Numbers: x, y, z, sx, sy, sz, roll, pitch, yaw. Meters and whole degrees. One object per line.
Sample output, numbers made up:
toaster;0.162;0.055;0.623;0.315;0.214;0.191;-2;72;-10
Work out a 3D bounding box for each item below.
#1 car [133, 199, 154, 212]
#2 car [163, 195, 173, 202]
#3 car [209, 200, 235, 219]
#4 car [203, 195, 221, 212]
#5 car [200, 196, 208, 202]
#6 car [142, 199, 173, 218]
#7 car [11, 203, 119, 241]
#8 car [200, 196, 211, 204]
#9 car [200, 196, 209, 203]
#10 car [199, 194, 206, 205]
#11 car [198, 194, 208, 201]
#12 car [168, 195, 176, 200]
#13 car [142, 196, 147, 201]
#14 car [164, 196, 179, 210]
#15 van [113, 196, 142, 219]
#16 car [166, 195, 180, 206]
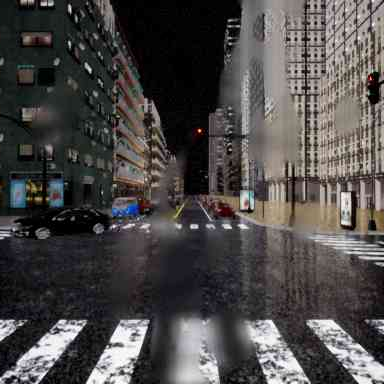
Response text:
car;-5.665;1.561;39.509;1.887;1.381;4.507;0;0;0
car;-5.647;1.494;78.202;1.967;1.590;4.097;0;0;0
car;2.711;1.592;28.448;1.802;1.307;4.206;0;0;0
car;2.717;1.457;39.504;1.967;1.590;4.097;0;0;0
car;2.733;1.636;78.197;1.802;1.307;4.206;0;0;0
car;-3.084;1.613;30.594;1.895;1.301;4.718;0;0;0
car;-6.459;1.507;16.946;1.837;1.490;4.892;4;2;42
car;2.728;1.592;67.142;2.008;1.369;4.403;0;0;0
car;2.731;1.592;72.670;1.887;1.381;4.507;0;0;0
car;2.724;1.469;56.087;1.967;1.590;4.097;0;0;0
car;2.737;1.376;83.725;2.192;1.841;5.009;0;0;0
car;-5.640;1.643;94.785;1.947;1.339;4.313;0;0;0
car;-5.666;1.329;33.981;2.192;1.841;5.009;0;0;0
car;-3.080;1.583;43.444;1.994;1.385;4.181;0;0;0
van;-5.669;1.352;28.454;1.690;1.788;3.998;0;0;0
car;-3.035;1.593;56.171;1.994;1.385;4.181;0;0;1
